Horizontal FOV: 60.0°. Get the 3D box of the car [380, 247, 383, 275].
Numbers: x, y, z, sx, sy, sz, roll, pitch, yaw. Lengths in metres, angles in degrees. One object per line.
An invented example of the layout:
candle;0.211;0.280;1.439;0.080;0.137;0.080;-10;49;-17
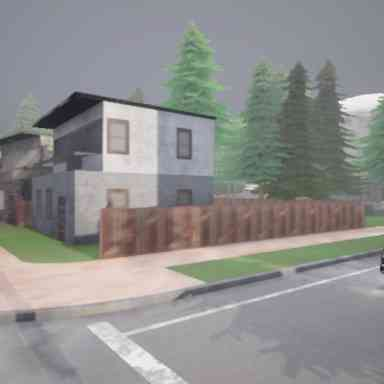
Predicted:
car;6.933;1.508;8.922;4.902;1.511;2.128;0;0;-35
